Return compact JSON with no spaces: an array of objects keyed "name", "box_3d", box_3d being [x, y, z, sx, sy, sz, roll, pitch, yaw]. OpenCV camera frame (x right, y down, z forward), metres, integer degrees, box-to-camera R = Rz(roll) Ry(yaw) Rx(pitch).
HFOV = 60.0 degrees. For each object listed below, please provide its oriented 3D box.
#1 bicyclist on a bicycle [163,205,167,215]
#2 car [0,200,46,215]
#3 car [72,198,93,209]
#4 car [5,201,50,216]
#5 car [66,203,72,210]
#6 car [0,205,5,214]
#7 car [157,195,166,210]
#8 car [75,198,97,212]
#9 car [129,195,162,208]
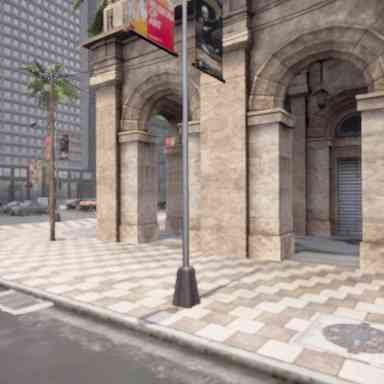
[{"name":"bicyclist on a bicycle","box_3d":[-2.080,1.426,31.336,1.656,1.620,0.582,-1,0,36]},{"name":"car","box_3d":[-19.555,1.732,37.818,2.128,1.511,4.902,0,0,36]},{"name":"car","box_3d":[-13.620,1.593,46.101,2.097,1.767,4.553,0,0,35]},{"name":"car","box_3d":[-17.125,1.783,35.198,1.994,1.385,4.181,0,0,36]},{"name":"car","box_3d":[-15.896,1.774,48.234,2.161,1.482,4.786,0,0,35]},{"name":"car","box_3d":[-18.453,1.687,26.988,2.128,1.511,4.902,0,0,36]},{"name":"car","box_3d":[-4.350,1.416,46.662,2.150,2.045,5.566,0,0,36]},{"name":"car","box_3d":[-11.990,1.819,42.371,1.895,1.301,4.718,0,0,35]},{"name":"car","box_3d":[-7.549,1.462,54.555,2.150,2.045,5.566,0,0,36]}]
